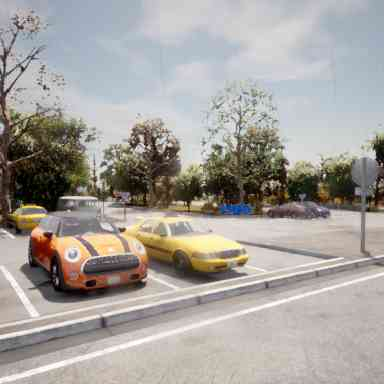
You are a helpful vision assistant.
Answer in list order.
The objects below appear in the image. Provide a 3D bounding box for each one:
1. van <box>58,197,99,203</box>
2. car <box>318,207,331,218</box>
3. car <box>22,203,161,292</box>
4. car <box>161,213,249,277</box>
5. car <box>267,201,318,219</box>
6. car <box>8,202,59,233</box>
[{"bbox_3d":[-7.177,1.273,21.098,1.878,1.987,4.442,0,0,-36],"label":"van"},{"bbox_3d":[12.232,1.788,35.153,2.185,1.767,4.553,2,-1,-35],"label":"car"},{"bbox_3d":[-3.022,1.350,9.167,2.185,1.767,4.553,0,0,-36],"label":"car"},{"bbox_3d":[-0.525,1.491,10.689,1.946,1.575,5.366,0,0,-36],"label":"car"},{"bbox_3d":[9.677,1.881,33.269,2.002,1.452,4.674,2,-1,-36],"label":"car"},{"bbox_3d":[-9.626,1.479,19.717,1.946,1.575,5.366,0,0,-36],"label":"car"}]
